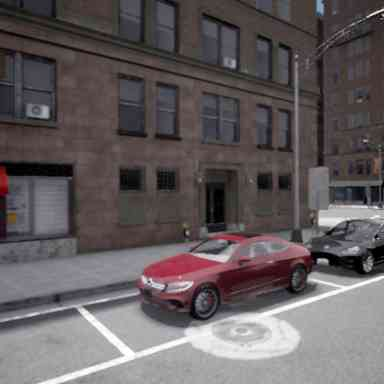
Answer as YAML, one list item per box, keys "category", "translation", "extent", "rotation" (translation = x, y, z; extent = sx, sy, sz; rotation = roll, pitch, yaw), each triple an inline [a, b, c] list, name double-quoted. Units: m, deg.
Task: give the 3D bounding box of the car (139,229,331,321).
- category: "car"
  translation: [0.916, 1.563, 7.189]
  extent: [4.206, 1.307, 1.802]
  rotation: [0, 0, -36]

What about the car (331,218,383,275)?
- category: "car"
  translation: [5.353, 1.525, 10.356]
  extent: [4.313, 1.339, 1.947]
  rotation: [0, 0, -36]
